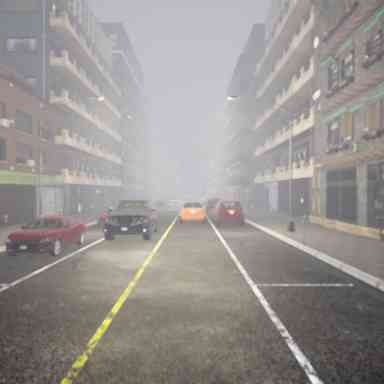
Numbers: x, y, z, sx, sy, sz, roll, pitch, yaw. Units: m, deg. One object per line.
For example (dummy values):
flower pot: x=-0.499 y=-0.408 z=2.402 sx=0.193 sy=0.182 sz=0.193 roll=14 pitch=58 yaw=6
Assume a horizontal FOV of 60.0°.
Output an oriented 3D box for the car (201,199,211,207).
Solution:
car: x=2.688 y=2.067 z=64.814 sx=1.752 sy=1.417 sz=4.829 roll=-1 pitch=-1 yaw=0

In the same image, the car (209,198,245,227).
car: x=2.679 y=1.514 z=24.855 sx=2.192 sy=1.841 sz=5.009 roll=-1 pitch=0 yaw=0

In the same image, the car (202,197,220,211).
car: x=2.682 y=1.706 z=47.593 sx=2.192 sy=1.841 sz=5.009 roll=-1 pitch=0 yaw=0

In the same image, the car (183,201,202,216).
car: x=0.087 y=1.863 z=38.707 sx=2.033 sy=1.411 sz=5.357 roll=0 pitch=0 yaw=0

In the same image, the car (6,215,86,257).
car: x=-5.700 y=1.651 z=13.488 sx=1.887 sy=1.381 sz=4.507 roll=-1 pitch=0 yaw=0

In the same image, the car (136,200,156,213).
car: x=-5.697 y=1.783 z=41.912 sx=1.967 sy=1.590 sz=4.097 roll=-1 pitch=0 yaw=0

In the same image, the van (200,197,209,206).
van: x=2.686 y=1.932 z=70.331 sx=1.690 sy=1.788 sz=3.998 roll=-1 pitch=-1 yaw=0

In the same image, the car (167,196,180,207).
car: x=-2.992 y=1.842 z=61.817 sx=2.150 sy=2.045 sz=5.566 roll=0 pitch=-1 yaw=0

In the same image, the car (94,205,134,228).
car: x=-5.698 y=1.744 z=24.858 sx=1.887 sy=1.381 sz=4.507 roll=-1 pitch=0 yaw=0

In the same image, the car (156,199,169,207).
car: x=-5.692 y=2.106 z=64.649 sx=1.947 sy=1.339 sz=4.313 roll=-1 pitch=-1 yaw=0

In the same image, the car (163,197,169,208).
car: x=-5.692 y=2.056 z=58.965 sx=1.947 sy=1.339 sz=4.313 roll=-1 pitch=-1 yaw=0

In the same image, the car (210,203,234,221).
car: x=2.683 y=1.773 z=30.707 sx=1.752 sy=1.417 sz=4.829 roll=-1 pitch=0 yaw=0

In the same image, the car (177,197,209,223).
car: x=0.084 y=1.576 z=27.837 sx=2.097 sy=1.767 sz=4.553 roll=0 pitch=0 yaw=0

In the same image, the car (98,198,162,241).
car: x=-3.099 y=1.364 z=18.006 sx=2.150 sy=2.045 sz=5.566 roll=0 pitch=0 yaw=0
